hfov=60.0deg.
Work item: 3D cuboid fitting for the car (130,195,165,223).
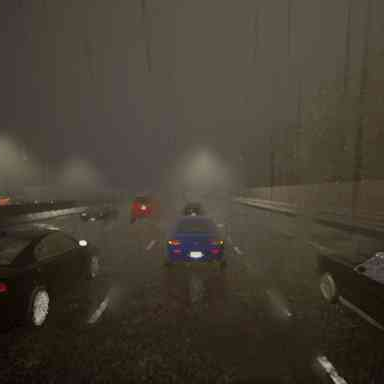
[{"bbox_3d":[-3.380,1.229,25.948,2.150,2.045,5.566,0,0,0],"label":"car"}]

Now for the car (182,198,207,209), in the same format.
[{"bbox_3d":[0.114,1.534,27.920,1.812,1.442,4.674,0,0,0],"label":"car"}]

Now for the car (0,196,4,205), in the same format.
[{"bbox_3d":[-28.034,1.374,47.554,2.097,1.767,4.553,0,0,0],"label":"car"}]

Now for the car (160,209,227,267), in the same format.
[{"bbox_3d":[0.109,1.527,11.290,1.812,1.442,4.674,0,0,0],"label":"car"}]

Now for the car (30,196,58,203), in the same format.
[{"bbox_3d":[-21.045,1.375,48.489,2.097,1.767,4.553,0,0,0],"label":"car"}]

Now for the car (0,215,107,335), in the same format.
[{"bbox_3d":[-3.395,1.478,6.844,1.882,1.535,5.008,0,0,0],"label":"car"}]

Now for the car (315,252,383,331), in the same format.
[{"bbox_3d":[3.624,1.567,5.169,1.895,1.301,4.718,0,0,0],"label":"car"}]

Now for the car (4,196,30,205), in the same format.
[{"bbox_3d":[-24.543,1.527,48.035,1.837,1.490,4.892,0,0,0],"label":"car"}]

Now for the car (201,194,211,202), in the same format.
[{"bbox_3d":[3.542,1.592,77.807,2.033,1.411,5.357,0,0,0],"label":"car"}]

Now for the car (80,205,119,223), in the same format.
[{"bbox_3d":[-6.884,1.608,25.315,1.895,1.301,4.718,0,0,0],"label":"car"}]

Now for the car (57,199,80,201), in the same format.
[{"bbox_3d":[-17.540,1.623,48.951,1.895,1.301,4.718,0,0,0],"label":"car"}]
